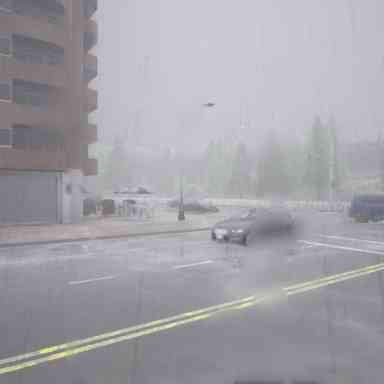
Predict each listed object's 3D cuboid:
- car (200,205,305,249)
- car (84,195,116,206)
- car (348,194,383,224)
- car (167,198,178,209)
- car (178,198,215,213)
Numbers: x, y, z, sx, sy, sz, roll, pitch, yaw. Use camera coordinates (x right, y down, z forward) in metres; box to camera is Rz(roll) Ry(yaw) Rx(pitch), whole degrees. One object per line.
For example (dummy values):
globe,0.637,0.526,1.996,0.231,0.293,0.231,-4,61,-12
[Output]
car,3.002,1.491,14.672,4.902,1.511,2.128,0,0,-39
car,-13.542,1.295,50.442,4.553,1.767,2.097,0,0,28
car,13.477,1.192,22.449,2.150,2.045,5.566,0,0,-35
car,-1.252,1.492,43.298,2.033,1.411,5.357,0,0,-36
car,0.808,1.470,34.351,1.812,1.442,4.674,0,0,-35
